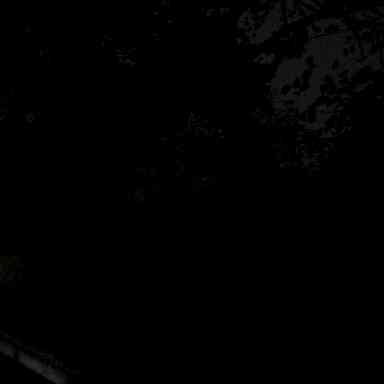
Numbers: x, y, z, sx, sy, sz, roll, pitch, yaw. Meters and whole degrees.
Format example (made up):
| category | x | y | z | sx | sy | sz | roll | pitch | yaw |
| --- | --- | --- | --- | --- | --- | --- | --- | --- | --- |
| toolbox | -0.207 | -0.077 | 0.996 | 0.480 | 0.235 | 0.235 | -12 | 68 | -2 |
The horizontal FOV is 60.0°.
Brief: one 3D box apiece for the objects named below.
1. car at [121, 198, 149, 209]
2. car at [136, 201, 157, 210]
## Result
| category | x | y | z | sx | sy | sz | roll | pitch | yaw |
| --- | --- | --- | --- | --- | --- | --- | --- | --- | --- |
| car | -9.767 | 1.951 | 57.715 | 2.185 | 1.767 | 4.553 | 0 | 0 | 35 |
| car | -7.486 | 2.131 | 56.134 | 2.002 | 1.452 | 4.674 | 0 | 0 | 35 |
